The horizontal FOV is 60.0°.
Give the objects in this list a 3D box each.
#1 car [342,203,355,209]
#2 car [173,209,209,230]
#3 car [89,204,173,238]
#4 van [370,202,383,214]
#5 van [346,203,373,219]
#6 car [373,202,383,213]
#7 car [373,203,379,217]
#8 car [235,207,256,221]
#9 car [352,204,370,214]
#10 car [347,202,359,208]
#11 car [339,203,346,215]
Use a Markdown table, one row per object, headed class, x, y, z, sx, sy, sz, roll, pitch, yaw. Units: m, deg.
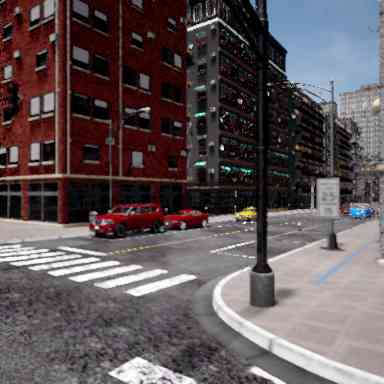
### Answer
| class | x | y | z | sx | sy | sz | roll | pitch | yaw |
| --- | --- | --- | --- | --- | --- | --- | --- | --- | --- |
| car | 35.746 | 3.130 | 75.964 | 1.887 | 1.381 | 4.507 | -1 | -2 | 35 |
| car | -0.466 | 1.997 | 24.839 | 1.887 | 1.381 | 4.507 | -1 | -2 | 35 |
| car | -3.758 | 1.664 | 20.197 | 2.192 | 1.841 | 5.009 | -1 | -2 | 35 |
| van | 29.424 | 2.506 | 52.605 | 1.690 | 1.788 | 3.998 | -1 | -2 | 35 |
| van | 19.549 | 2.196 | 38.661 | 1.690 | 1.788 | 3.998 | -1 | -2 | 35 |
| car | 32.716 | 2.583 | 57.253 | 2.192 | 1.841 | 5.009 | -1 | -2 | 35 |
| car | 22.842 | 2.509 | 43.303 | 2.008 | 1.369 | 4.403 | -1 | -2 | 35 |
| car | 6.020 | 2.180 | 33.997 | 1.752 | 1.417 | 4.829 | -1 | -2 | 35 |
| car | 27.913 | 2.732 | 54.829 | 2.033 | 1.411 | 5.357 | 0 | -1 | 33 |
| car | 39.037 | 3.234 | 80.612 | 1.887 | 1.381 | 4.507 | -1 | -2 | 35 |
| car | 21.835 | 2.472 | 46.281 | 1.882 | 1.535 | 5.008 | 0 | -1 | 35 |
